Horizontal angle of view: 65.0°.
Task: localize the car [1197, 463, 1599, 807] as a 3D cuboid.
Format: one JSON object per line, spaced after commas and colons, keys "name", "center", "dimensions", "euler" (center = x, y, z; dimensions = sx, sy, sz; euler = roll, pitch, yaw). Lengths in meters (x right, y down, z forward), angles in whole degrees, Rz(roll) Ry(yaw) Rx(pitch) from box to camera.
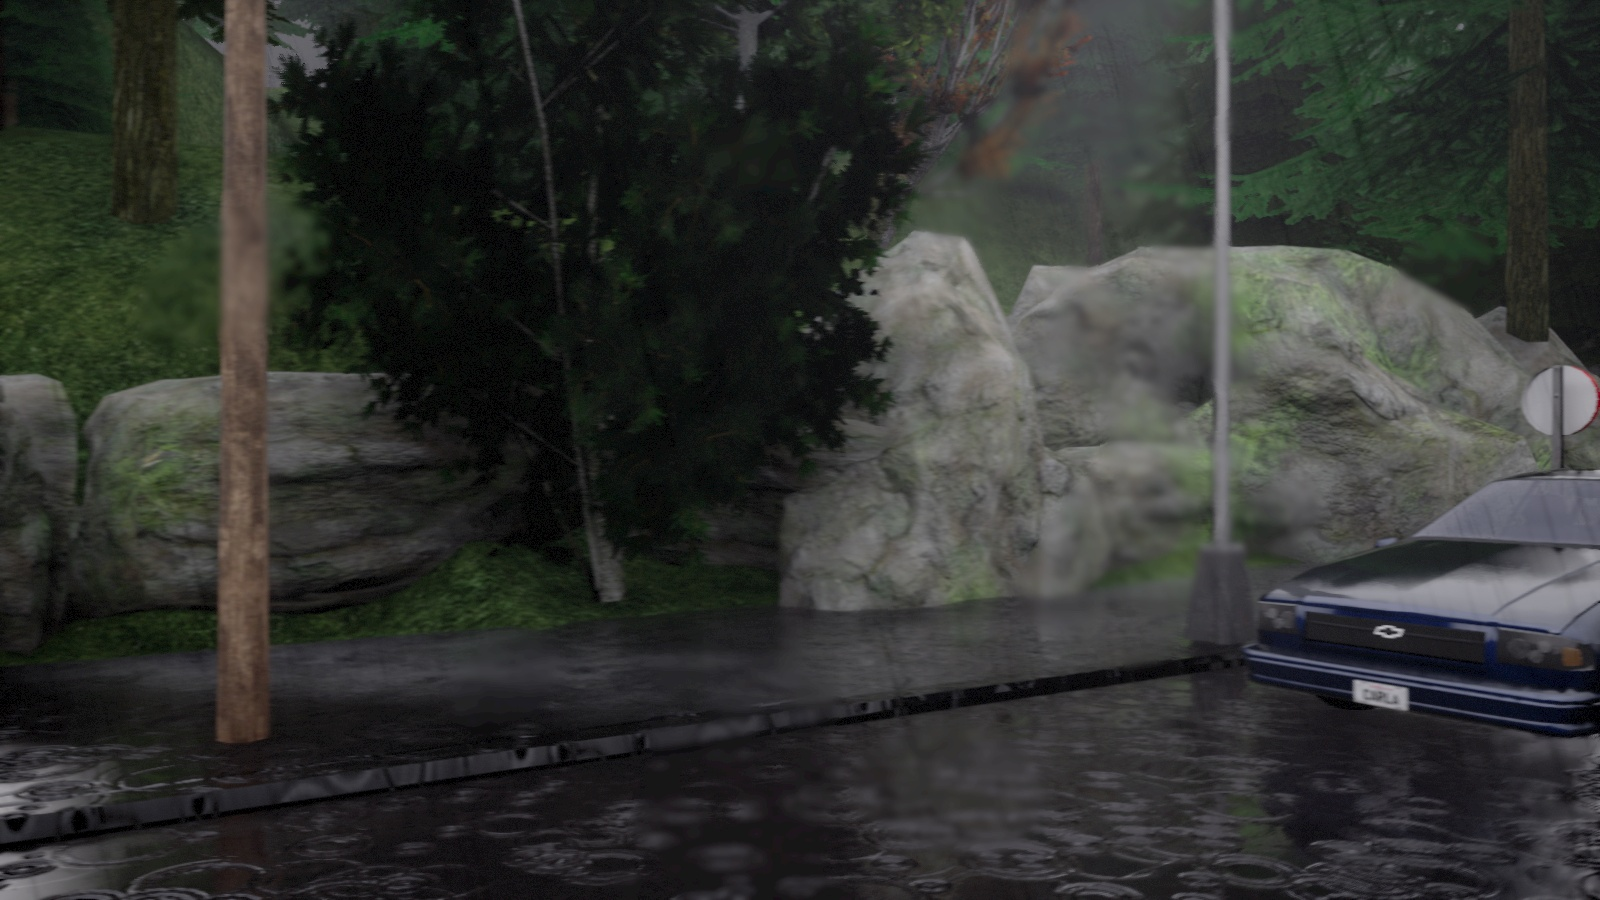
{"name": "car", "center": [4.993, 0.800, 7.632], "dimensions": [5.357, 1.411, 2.033], "euler": [0, 0, -34]}
